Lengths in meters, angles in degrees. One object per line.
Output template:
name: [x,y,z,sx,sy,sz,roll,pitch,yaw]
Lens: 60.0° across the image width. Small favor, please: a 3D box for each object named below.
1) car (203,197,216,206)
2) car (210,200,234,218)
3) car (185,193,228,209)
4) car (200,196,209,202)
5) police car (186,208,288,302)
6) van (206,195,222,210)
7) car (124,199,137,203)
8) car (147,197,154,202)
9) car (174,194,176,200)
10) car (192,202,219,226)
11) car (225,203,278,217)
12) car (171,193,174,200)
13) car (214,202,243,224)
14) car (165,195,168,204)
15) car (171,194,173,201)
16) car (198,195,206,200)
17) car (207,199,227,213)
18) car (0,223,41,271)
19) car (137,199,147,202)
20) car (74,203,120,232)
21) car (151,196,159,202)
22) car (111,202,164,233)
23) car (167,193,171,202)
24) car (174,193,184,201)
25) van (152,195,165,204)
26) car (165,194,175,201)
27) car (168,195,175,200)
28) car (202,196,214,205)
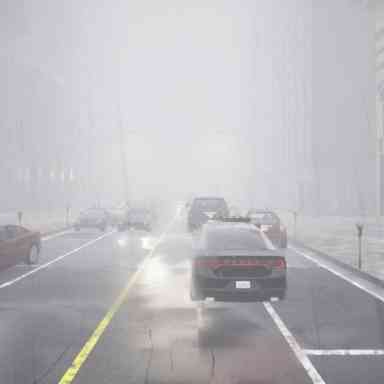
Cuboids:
car: [2.761,1.554,53.862,1.887,1.381,4.507,0,0,0]
car: [2.763,1.550,31.453,1.887,1.381,4.507,0,0,0]
car: [0.819,1.226,18.349,2.150,2.045,5.566,0,0,-1]
car: [2.759,1.560,76.270,1.887,1.381,4.507,0,0,0]
police car: [0.899,1.426,8.437,1.930,1.638,5.238,0,0,0]
van: [2.763,1.348,42.657,1.690,1.788,3.998,0,0,0]
car: [-5.762,1.529,25.672,1.752,1.417,4.829,0,0,0]
car: [-5.763,1.551,37.045,1.887,1.381,4.507,0,0,0]
car: [-5.767,1.582,81.860,1.947,1.339,4.313,0,0,0]
car: [0.898,1.530,24.327,1.812,1.442,4.674,0,0,0]
car: [2.765,1.442,14.646,1.967,1.590,4.097,0,0,0]
car: [-5.766,1.455,76.258,1.967,1.590,4.097,0,0,0]
car: [2.764,1.529,26.021,1.752,1.417,4.829,0,0,0]
car: [-5.765,1.593,59.453,1.802,1.307,4.206,0,0,0]
car: [-5.766,1.579,70.657,1.947,1.339,4.313,0,0,0]
car: [2.758,1.586,93.077,1.947,1.339,4.313,0,0,0]
car: [2.763,1.551,37.055,1.887,1.381,4.507,0,0,0]
car: [-5.761,1.545,9.037,1.887,1.381,4.507,0,0,0]
car: [-5.762,1.445,31.444,1.967,1.590,4.097,0,0,0]
car: [-5.762,1.585,20.240,1.802,1.307,4.206,0,0,0]
car: [-5.763,1.552,42.648,1.887,1.381,4.507,0,0,0]
car: [-3.101,1.550,20.026,2.033,1.411,5.357,0,0,0]
car: [-5.765,1.452,65.055,1.967,1.590,4.097,0,0,0]
car: [-3.007,1.509,87.039,2.128,1.511,4.902,0,0,0]
van: [-5.763,1.351,53.852,1.690,1.788,3.998,0,0,0]
car: [-5.766,1.333,87.462,2.192,1.841,5.009,0,0,0]
car: [-5.767,1.602,93.063,1.802,1.307,4.206,0,0,0]
car: [2.761,1.451,59.464,1.967,1.590,4.097,0,0,0]
